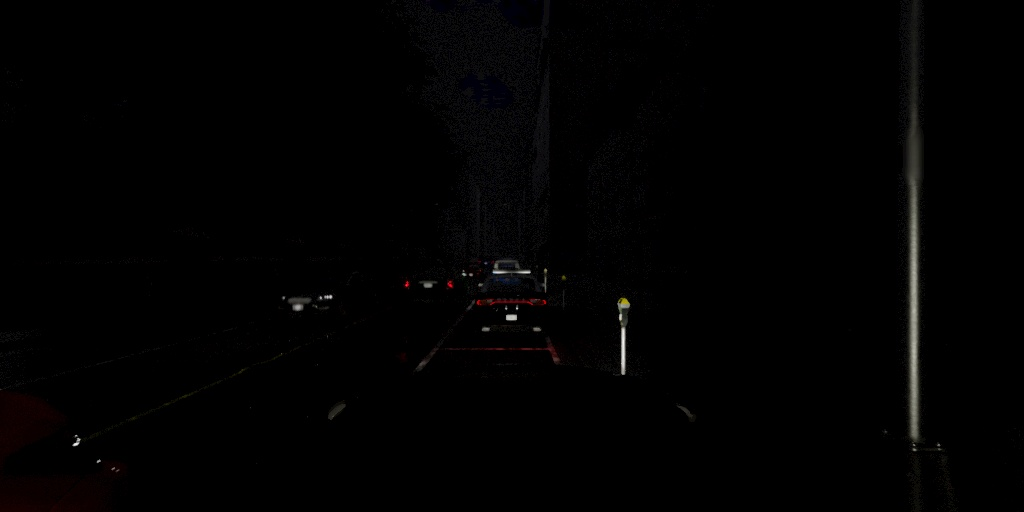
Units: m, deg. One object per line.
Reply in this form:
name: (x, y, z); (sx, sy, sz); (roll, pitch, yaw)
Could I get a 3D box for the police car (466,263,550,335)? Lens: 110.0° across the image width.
police car: (-0.011, 1.173, 10.610); (1.930, 1.638, 5.238); (0, 0, 0)

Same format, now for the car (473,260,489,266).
car: (-3.144, 1.261, 29.750); (1.812, 1.442, 4.674); (0, 0, 0)

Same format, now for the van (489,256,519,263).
van: (-0.289, 1.083, 21.849); (1.690, 1.789, 3.998); (0, 0, 0)

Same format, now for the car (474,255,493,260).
car: (-3.046, 0.939, 44.675); (2.150, 2.045, 5.566); (0, 0, 0)

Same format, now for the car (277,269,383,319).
car: (-6.245, 1.238, 12.913); (2.128, 1.511, 4.902); (0, 0, 0)

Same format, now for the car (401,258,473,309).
car: (-3.046, 1.099, 15.132); (2.097, 1.767, 4.553); (0, 0, 0)
